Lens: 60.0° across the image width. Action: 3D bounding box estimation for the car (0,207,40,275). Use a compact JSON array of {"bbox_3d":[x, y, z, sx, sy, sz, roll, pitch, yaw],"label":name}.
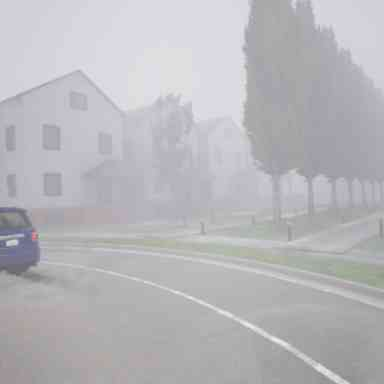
[{"bbox_3d":[-6.996,1.486,9.780,5.566,2.045,2.150,-2,-2,27],"label":"car"}]
